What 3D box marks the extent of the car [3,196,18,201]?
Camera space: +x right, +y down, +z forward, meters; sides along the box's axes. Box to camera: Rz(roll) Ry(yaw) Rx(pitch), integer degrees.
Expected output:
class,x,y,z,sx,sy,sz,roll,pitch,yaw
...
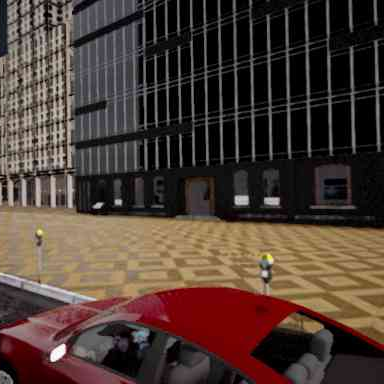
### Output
class,x,y,z,sx,sy,sz,roll,pitch,yaw
car,-45.447,1.627,82.759,1.967,1.590,4.097,-1,0,36

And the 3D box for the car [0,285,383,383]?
class,x,y,z,sx,sy,sz,roll,pitch,yaw
car,-0.085,1.556,2.948,4.507,1.381,1.887,0,-1,36
